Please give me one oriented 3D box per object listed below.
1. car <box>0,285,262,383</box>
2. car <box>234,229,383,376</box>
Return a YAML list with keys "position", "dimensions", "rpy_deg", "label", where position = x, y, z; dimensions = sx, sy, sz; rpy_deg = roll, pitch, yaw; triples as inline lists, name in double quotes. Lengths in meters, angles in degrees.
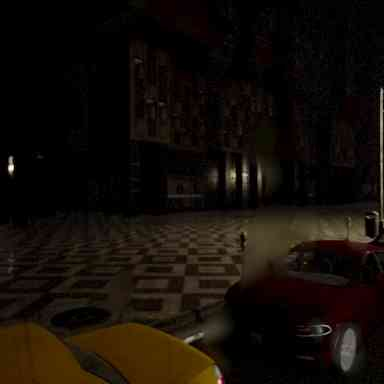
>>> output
- position: [-1.798, 1.526, 1.561]
  dimensions: [4.829, 1.417, 1.752]
  rpy_deg: [0, 0, -45]
  label: "car"
- position: [2.361, 1.545, 5.670]
  dimensions: [4.507, 1.381, 1.887]
  rpy_deg: [0, 0, -45]
  label: "car"
